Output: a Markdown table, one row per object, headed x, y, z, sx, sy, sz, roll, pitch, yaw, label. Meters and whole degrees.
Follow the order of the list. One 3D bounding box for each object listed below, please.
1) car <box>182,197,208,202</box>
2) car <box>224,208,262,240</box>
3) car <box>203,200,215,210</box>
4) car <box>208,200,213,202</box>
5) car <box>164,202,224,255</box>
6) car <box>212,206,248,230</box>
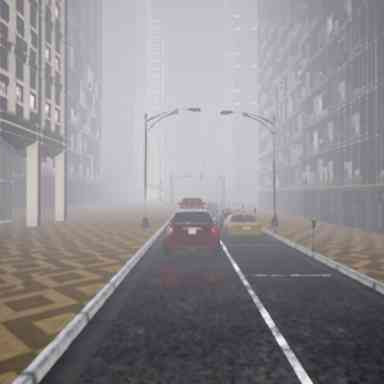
| x | y | z | sx | sy | sz | roll | pitch | yaw | label |
| --- | --- | --- | --- | --- | --- | --- | --- | --- | --- |
| 0.004 | 1.479 | 29.014 | 2.150 | 2.045 | 5.566 | 0 | 0 | 0 | car |
| 2.567 | 1.688 | 17.895 | 1.752 | 1.417 | 4.829 | 0 | -1 | 0 | car |
| 2.570 | 1.981 | 51.202 | 1.752 | 1.417 | 4.829 | 0 | 0 | 0 | car |
| 2.569 | 1.951 | 45.480 | 1.887 | 1.381 | 4.507 | 0 | 0 | 0 | car |
| 0.005 | 1.479 | 14.066 | 2.097 | 1.767 | 4.553 | 0 | -1 | 0 | car |
| 2.567 | 1.762 | 23.276 | 2.008 | 1.369 | 4.403 | 0 | -1 | 0 | car |
